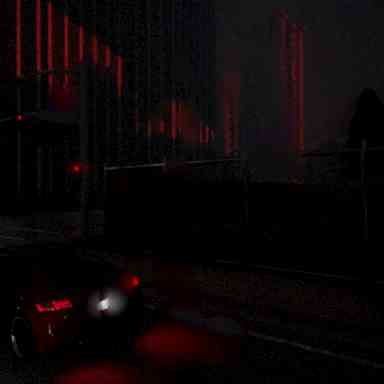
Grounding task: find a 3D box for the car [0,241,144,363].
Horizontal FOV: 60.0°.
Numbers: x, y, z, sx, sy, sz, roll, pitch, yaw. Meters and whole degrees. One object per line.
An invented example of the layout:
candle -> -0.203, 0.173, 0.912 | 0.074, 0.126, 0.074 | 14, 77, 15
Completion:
car -> -2.876, 1.610, 6.008 | 4.181, 1.385, 1.994 | -1, 0, 36
